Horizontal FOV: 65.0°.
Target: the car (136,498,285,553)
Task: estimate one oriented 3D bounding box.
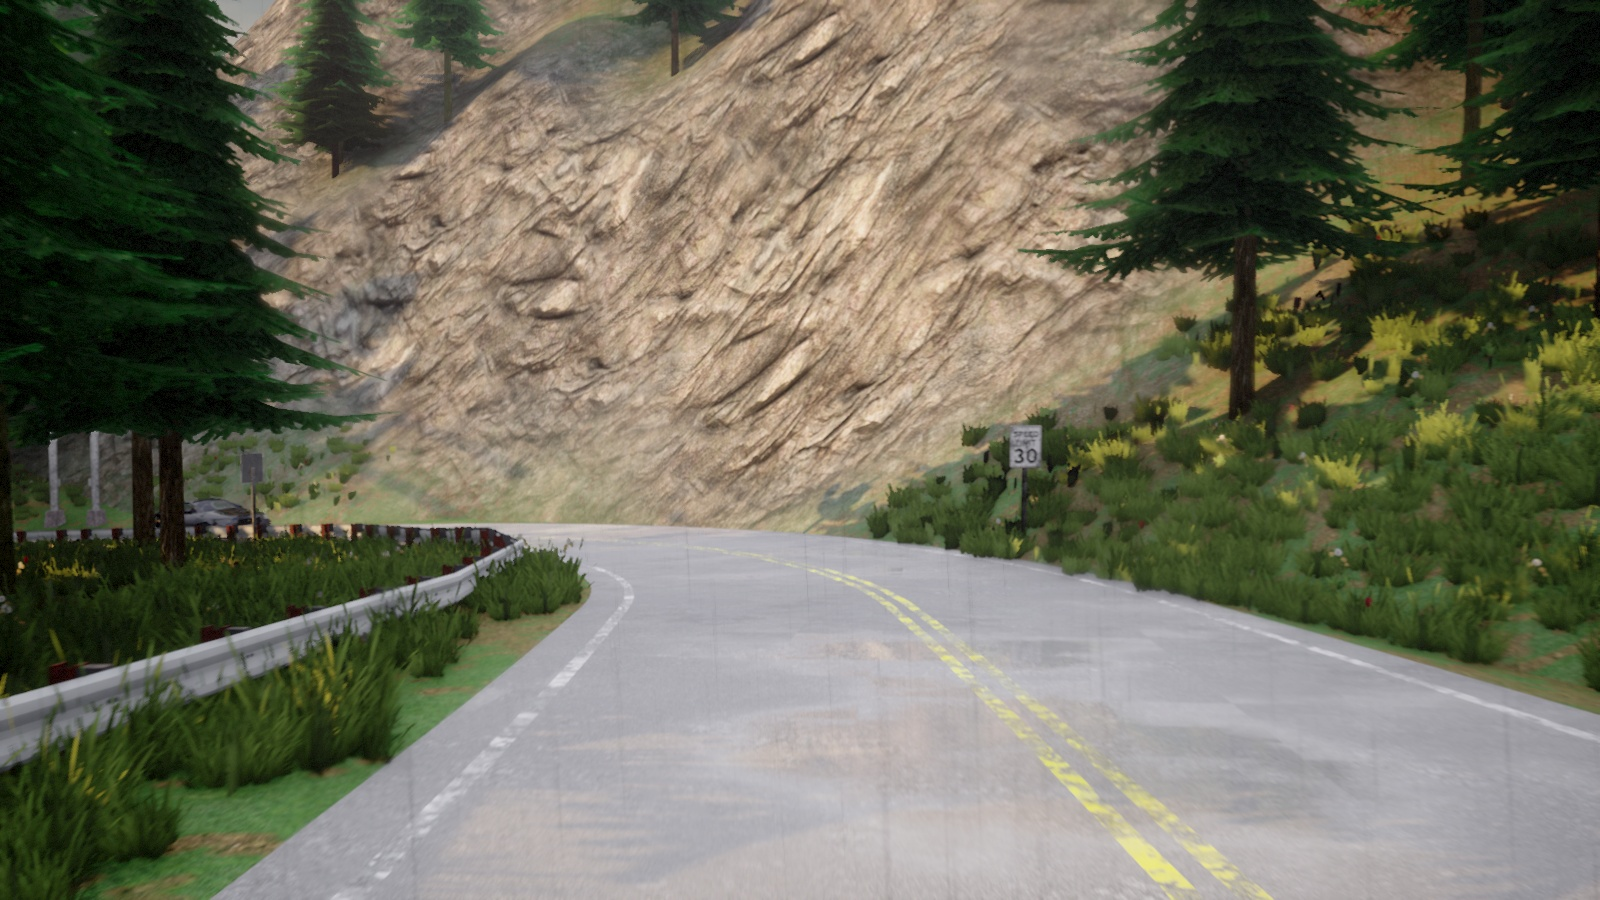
[{"bbox_3d":[-18.122,2.332,38.582,4.181,1.385,1.994,-3,1,29],"label":"car"}]
